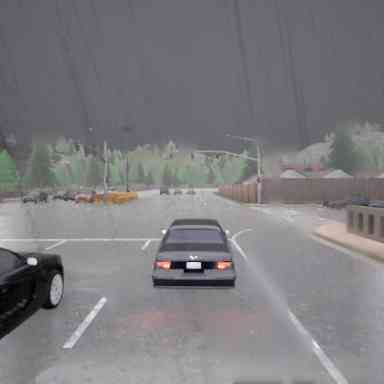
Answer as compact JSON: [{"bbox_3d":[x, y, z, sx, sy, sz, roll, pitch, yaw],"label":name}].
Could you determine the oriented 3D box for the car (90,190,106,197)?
[{"bbox_3d":[-21.181,0.226,75.237,2.128,1.511,4.902,0,1,0],"label":"car"}]

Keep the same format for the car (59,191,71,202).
[{"bbox_3d":[-17.717,0.693,50.399,2.033,1.411,5.357,0,1,0],"label":"car"}]

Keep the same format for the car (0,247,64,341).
[{"bbox_3d":[-3.453,1.426,4.593,1.882,1.535,5.008,0,1,0],"label":"car"}]

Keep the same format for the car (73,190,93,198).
[{"bbox_3d":[-21.171,0.383,64.766,2.128,1.511,4.902,0,1,0],"label":"car"}]

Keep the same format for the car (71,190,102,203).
[{"bbox_3d":[-14.206,0.590,45.179,2.097,1.767,4.553,0,1,0],"label":"car"}]

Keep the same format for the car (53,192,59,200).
[{"bbox_3d":[-21.213,0.545,54.801,1.882,1.535,5.008,0,1,0],"label":"car"}]

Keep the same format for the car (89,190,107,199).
[{"bbox_3d":[-17.691,0.407,62.581,1.882,1.535,5.008,0,2,0],"label":"car"}]

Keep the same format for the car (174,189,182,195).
[{"bbox_3d":[-3.712,0.010,87.717,2.128,1.511,4.902,0,1,0],"label":"car"}]

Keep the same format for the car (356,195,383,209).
[{"bbox_3d":[17.802,1.071,29.108,5.357,1.411,2.033,0,1,2],"label":"car"}]

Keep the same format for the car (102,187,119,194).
[{"bbox_3d":[-14.213,0.248,56.726,2.150,2.045,5.566,0,2,1],"label":"car"}]

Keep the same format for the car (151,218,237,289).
[{"bbox_3d":[0.090,1.427,8.965,2.033,1.411,5.357,0,1,1],"label":"car"}]

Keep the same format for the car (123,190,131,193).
[{"bbox_3d":[-14.173,0.322,71.600,1.994,1.385,4.181,0,1,0],"label":"car"}]

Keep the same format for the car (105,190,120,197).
[{"bbox_3d":[-17.680,0.255,74.537,2.033,1.411,5.357,0,1,0],"label":"car"}]

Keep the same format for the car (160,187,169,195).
[{"bbox_3d":[-7.212,-0.292,87.806,2.150,2.045,5.566,0,1,0],"label":"car"}]

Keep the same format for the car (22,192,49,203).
[{"bbox_3d":[-21.206,0.740,45.308,1.837,1.490,4.892,0,1,0],"label":"car"}]

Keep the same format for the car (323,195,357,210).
[{"bbox_3d":[15.822,1.008,32.676,5.357,1.411,2.033,0,1,2],"label":"car"}]

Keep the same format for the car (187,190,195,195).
[{"bbox_3d":[-0.212,0.034,87.894,1.994,1.385,4.181,0,1,0],"label":"car"}]
